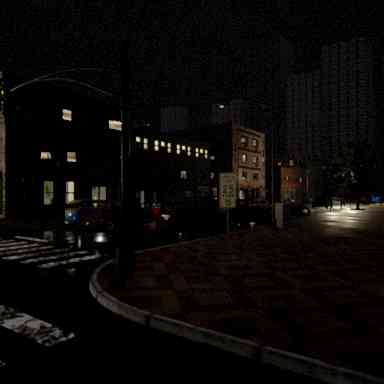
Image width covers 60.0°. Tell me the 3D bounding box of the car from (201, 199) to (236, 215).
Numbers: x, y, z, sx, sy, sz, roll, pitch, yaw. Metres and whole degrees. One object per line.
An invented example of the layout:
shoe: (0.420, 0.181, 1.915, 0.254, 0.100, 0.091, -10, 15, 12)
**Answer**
car: (2.900, 1.567, 36.133, 1.967, 1.590, 4.097, -1, -1, 35)

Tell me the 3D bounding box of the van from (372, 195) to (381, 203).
van: (44.848, 1.692, 80.891, 1.690, 1.788, 3.998, -1, -1, 35)

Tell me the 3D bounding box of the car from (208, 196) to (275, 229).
car: (3.357, 1.366, 22.276, 2.192, 1.841, 5.009, -1, -1, 35)

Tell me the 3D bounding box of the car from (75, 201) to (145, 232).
car: (-4.558, 1.536, 21.112, 1.882, 1.535, 5.008, 0, 0, 35)

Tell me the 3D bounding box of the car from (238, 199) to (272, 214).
car: (7.181, 1.607, 37.673, 1.882, 1.535, 5.008, 0, 0, 36)

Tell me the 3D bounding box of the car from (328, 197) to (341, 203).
car: (34.816, 1.912, 81.219, 2.008, 1.369, 4.403, -1, -1, 35)

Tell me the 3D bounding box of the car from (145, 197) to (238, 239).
car: (0.166, 1.348, 17.767, 2.192, 1.841, 5.009, -1, -1, 35)

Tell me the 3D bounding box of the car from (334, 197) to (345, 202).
car: (38.007, 1.933, 85.728, 1.887, 1.381, 4.507, -1, -1, 35)

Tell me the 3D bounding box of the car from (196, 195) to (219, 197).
car: (1.142, 1.313, 29.161, 2.150, 2.045, 5.566, 0, 0, 35)

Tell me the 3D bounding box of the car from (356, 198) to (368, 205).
car: (32.083, 1.800, 62.853, 2.008, 1.369, 4.403, -1, -1, 35)

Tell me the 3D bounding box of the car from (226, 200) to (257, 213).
car: (6.091, 1.698, 40.640, 2.008, 1.369, 4.403, -1, -1, 35)

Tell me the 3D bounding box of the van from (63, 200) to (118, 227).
van: (-6.675, 1.411, 22.606, 1.690, 1.788, 3.998, -1, 0, 35)

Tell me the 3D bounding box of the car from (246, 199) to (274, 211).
car: (9.283, 1.719, 45.149, 2.008, 1.369, 4.403, -1, -1, 35)

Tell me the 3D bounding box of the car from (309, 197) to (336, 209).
car: (19.505, 1.534, 49.560, 2.097, 1.767, 4.553, 0, 0, 35)

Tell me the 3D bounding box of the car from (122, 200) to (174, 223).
car: (-3.483, 1.528, 27.114, 1.967, 1.590, 4.097, -1, -1, 35)

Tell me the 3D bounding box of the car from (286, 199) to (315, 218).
car: (9.742, 1.656, 31.292, 1.947, 1.339, 4.313, -1, -1, 35)

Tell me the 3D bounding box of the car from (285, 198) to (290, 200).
car: (15.567, 1.739, 54.027, 1.752, 1.417, 4.829, -1, -1, 35)

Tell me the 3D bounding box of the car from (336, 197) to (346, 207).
car: (25.373, 1.827, 57.851, 1.895, 1.301, 4.718, 0, 0, 36)

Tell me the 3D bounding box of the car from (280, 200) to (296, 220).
car: (6.550, 1.615, 26.783, 1.887, 1.381, 4.507, -1, -1, 35)
